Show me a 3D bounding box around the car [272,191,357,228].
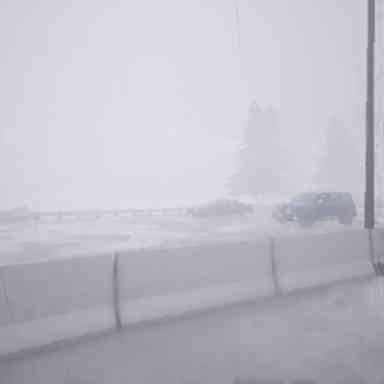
[{"bbox_3d":[7.532,0.994,20.242,5.566,2.045,2.150,0,1,-27],"label":"car"}]

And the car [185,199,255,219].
[{"bbox_3d":[2.222,1.239,25.388,5.357,1.411,2.033,0,1,-28],"label":"car"}]

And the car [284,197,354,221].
[{"bbox_3d":[9.621,1.211,25.144,4.902,1.511,2.128,0,1,-25],"label":"car"}]
